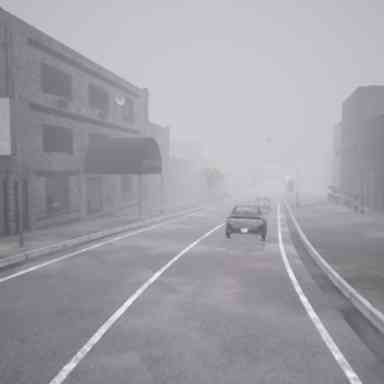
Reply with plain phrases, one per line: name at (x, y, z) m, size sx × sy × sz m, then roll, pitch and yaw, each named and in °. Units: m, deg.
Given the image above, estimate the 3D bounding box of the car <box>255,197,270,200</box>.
car at (7.341, 1.178, 34.792) m, size 2.033 × 1.411 × 5.357 m, roll 1°, pitch 1°, yaw 14°

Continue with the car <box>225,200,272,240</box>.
car at (2.783, 1.399, 16.548) m, size 2.128 × 1.511 × 4.902 m, roll 1°, pitch 1°, yaw 13°
